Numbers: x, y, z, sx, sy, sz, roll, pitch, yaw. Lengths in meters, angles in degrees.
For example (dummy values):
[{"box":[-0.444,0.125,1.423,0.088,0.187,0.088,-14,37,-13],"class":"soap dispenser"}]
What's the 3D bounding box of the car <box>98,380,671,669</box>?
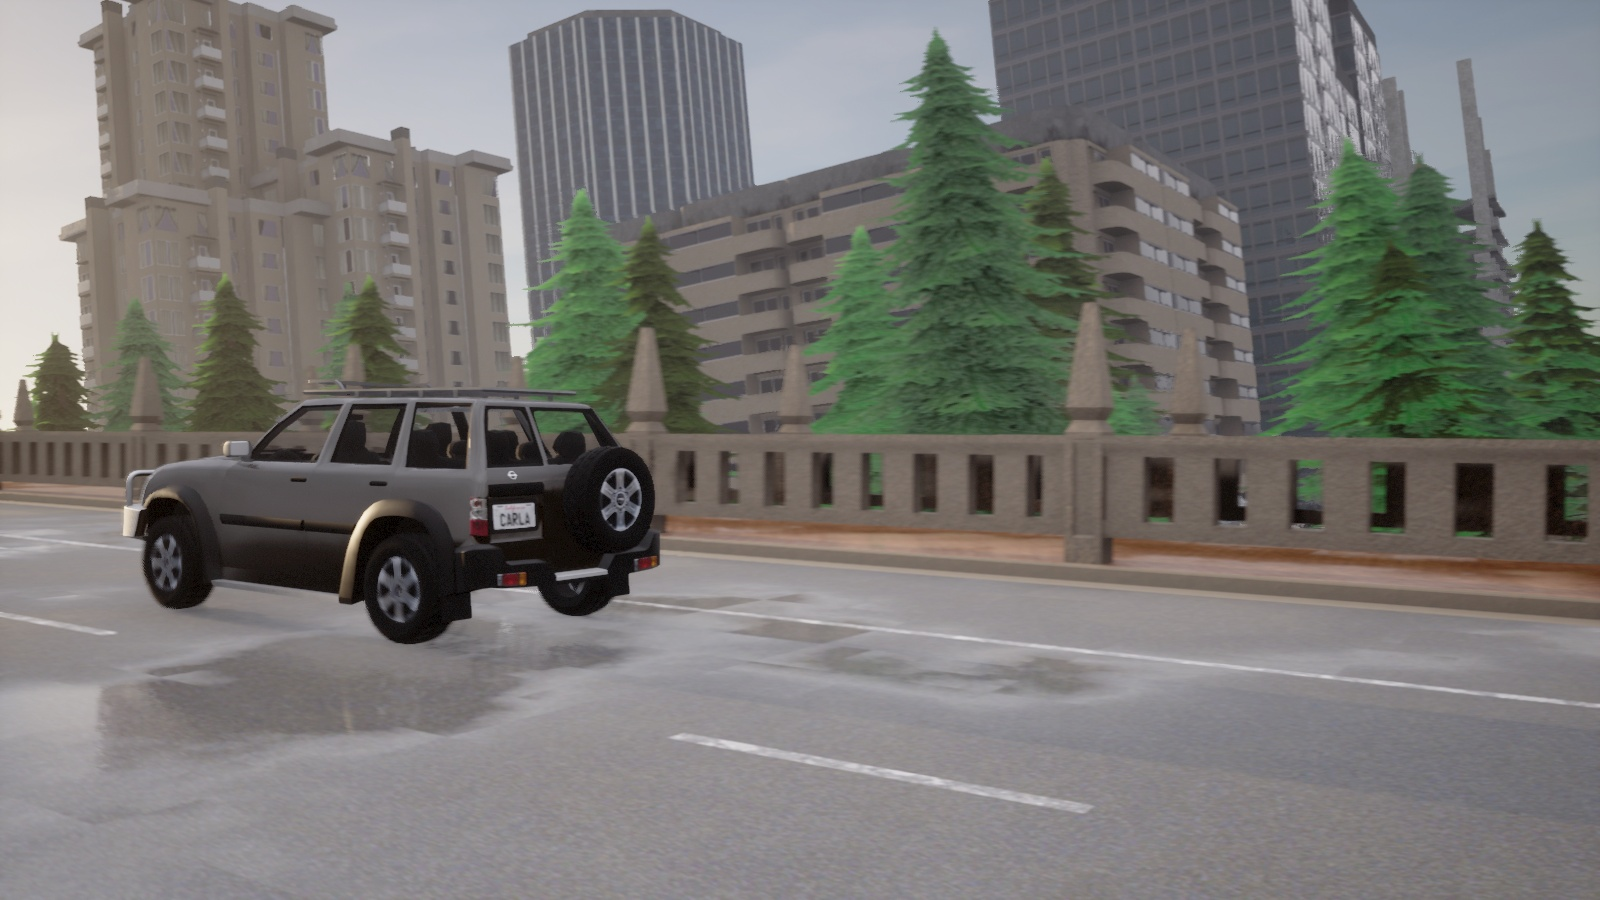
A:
[{"box":[-3.449,0.458,10.113,4.605,1.855,1.932,0,1,34],"class":"car"}]
